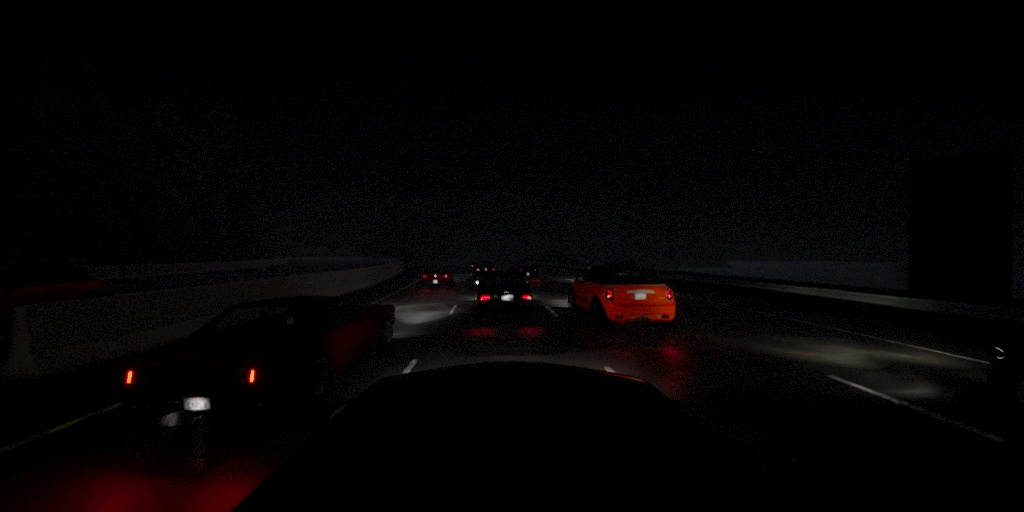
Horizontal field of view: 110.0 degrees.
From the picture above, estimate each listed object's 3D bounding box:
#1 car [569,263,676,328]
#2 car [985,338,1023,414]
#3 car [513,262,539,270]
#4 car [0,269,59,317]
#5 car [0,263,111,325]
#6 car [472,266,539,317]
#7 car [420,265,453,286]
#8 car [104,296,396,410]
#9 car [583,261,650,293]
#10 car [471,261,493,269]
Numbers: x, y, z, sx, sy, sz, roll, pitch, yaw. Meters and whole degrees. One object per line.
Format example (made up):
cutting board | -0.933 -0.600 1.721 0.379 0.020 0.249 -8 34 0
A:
car | 3.207 1.046 11.354 2.097 1.767 4.553 0 0 -3
car | 7.013 1.207 2.445 1.882 1.535 5.008 0 0 0
car | 0.981 1.198 31.978 1.895 1.301 4.718 0 0 -9
car | -17.806 1.240 10.835 2.128 1.511 4.902 0 0 -3
car | -14.283 1.095 9.895 2.097 1.767 4.553 0 0 -2
car | -0.328 1.243 12.828 2.033 1.411 5.357 0 0 -4
car | -4.916 1.252 23.960 1.895 1.301 4.718 0 0 -7
car | -3.537 1.337 6.186 1.895 1.301 4.718 0 0 -2
car | 5.944 1.131 21.126 2.128 1.511 4.902 0 0 -6
car | -2.580 1.152 32.167 2.033 1.411 5.357 0 0 -10
